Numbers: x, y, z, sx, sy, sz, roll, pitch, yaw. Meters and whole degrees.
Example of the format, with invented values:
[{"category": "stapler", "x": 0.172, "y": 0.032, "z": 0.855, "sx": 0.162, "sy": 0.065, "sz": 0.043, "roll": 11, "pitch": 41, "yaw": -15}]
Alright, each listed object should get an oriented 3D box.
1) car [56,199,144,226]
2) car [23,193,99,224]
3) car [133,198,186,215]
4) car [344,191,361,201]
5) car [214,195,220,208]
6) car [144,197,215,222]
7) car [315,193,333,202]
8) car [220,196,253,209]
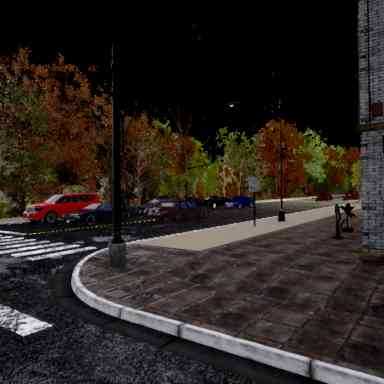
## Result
[{"category": "car", "x": -6.092, "y": 1.402, "z": 22.704, "sx": 2.033, "sy": 1.411, "sz": 5.357, "roll": -1, "pitch": 0, "yaw": 36}, {"category": "car", "x": -9.133, "y": 1.127, "z": 24.059, "sx": 2.150, "sy": 2.045, "sz": 5.566, "roll": -1, "pitch": 0, "yaw": 36}, {"category": "car", "x": -3.056, "y": 1.348, "z": 32.315, "sx": 2.033, "sy": 1.411, "sz": 5.357, "roll": -1, "pitch": 0, "yaw": 37}, {"category": "car", "x": 27.812, "y": 0.625, "z": 57.525, "sx": 2.097, "sy": 1.767, "sz": 4.553, "roll": -1, "pitch": 0, "yaw": 36}, {"category": "car", "x": 2.760, "y": 1.204, "z": 40.218, "sx": 1.837, "sy": 1.490, "sz": 4.892, "roll": -1, "pitch": 0, "yaw": 37}, {"category": "car", "x": -0.851, "y": 1.313, "z": 24.013, "sx": 2.033, "sy": 1.411, "sz": 5.357, "roll": -1, "pitch": 0, "yaw": 36}, {"category": "car", "x": 21.903, "y": 0.897, "z": 54.970, "sx": 1.812, "sy": 1.442, "sz": 4.674, "roll": -1, "pitch": 0, "yaw": 36}, {"category": "car", "x": 5.493, "y": 1.180, "z": 38.457, "sx": 1.812, "sy": 1.442, "sz": 4.674, "roll": -1, "pitch": 0, "yaw": 36}]
